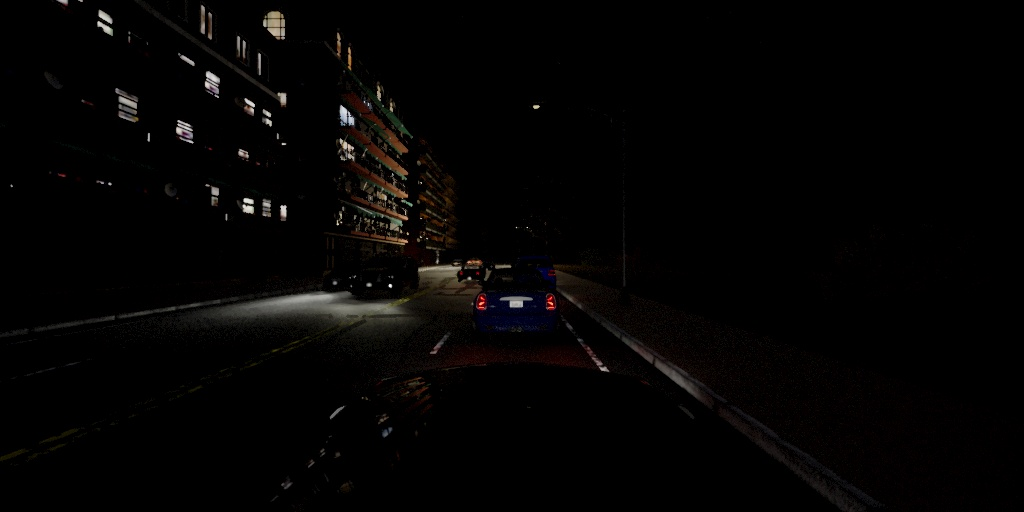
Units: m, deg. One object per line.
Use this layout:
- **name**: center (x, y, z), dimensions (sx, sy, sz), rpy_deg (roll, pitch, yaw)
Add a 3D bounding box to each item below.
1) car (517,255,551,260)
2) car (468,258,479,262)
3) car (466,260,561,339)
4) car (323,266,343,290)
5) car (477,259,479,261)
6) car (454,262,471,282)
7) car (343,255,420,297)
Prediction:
- **car**: center (1.136, 0.977, 19.770), dimensions (2.150, 2.045, 5.566), rpy_deg (0, 0, 0)
- **car**: center (-6.566, 1.100, 62.465), dimensions (2.097, 1.767, 4.553), rpy_deg (0, 0, 0)
- **car**: center (0.097, 1.103, 10.195), dimensions (2.097, 1.767, 4.553), rpy_deg (0, 0, 0)
- **car**: center (-9.851, 1.243, 22.403), dimensions (2.128, 1.511, 4.902), rpy_deg (0, 0, 0)
- **car**: center (-3.149, 1.351, 46.383), dimensions (1.895, 1.301, 4.718), rpy_deg (0, 0, 0)
- **car**: center (-3.151, 1.352, 28.929), dimensions (1.895, 1.301, 4.718), rpy_deg (0, 0, 0)
- **car**: center (-6.602, 0.973, 19.325), dimensions (2.150, 2.045, 5.566), rpy_deg (0, 0, 0)
